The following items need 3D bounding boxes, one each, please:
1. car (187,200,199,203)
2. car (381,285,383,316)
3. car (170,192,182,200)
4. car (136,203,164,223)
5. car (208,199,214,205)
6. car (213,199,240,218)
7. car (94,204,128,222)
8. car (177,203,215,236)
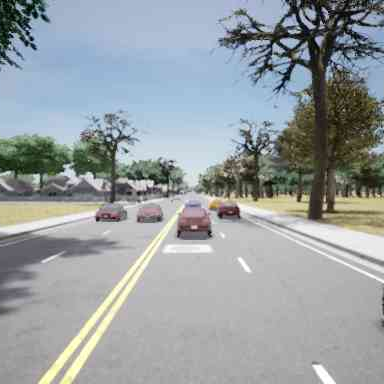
[{"bbox_3d":[0.137,1.665,37.359,1.812,1.442,4.674,0,0,0],"label":"car"},{"bbox_3d":[4.226,1.365,3.731,2.097,1.767,4.553,0,0,0],"label":"car"},{"bbox_3d":[-3.183,1.089,67.628,2.150,2.045,5.566,0,0,0],"label":"car"},{"bbox_3d":[-3.322,1.624,27.049,1.812,1.442,4.674,0,0,0],"label":"car"},{"bbox_3d":[3.338,1.651,45.901,1.882,1.535,5.008,0,0,1],"label":"car"},{"bbox_3d":[3.352,1.595,31.243,1.882,1.535,5.008,0,0,0],"label":"car"},{"bbox_3d":[-6.571,1.663,27.405,1.994,1.385,4.181,0,0,0],"label":"car"},{"bbox_3d":[0.119,1.593,18.809,1.812,1.442,4.674,0,0,0],"label":"car"}]
